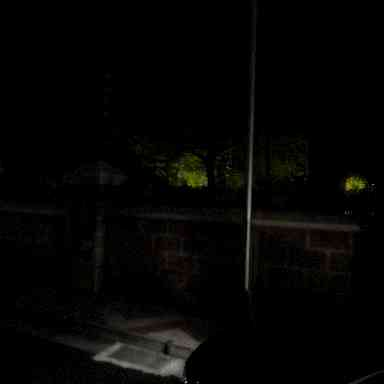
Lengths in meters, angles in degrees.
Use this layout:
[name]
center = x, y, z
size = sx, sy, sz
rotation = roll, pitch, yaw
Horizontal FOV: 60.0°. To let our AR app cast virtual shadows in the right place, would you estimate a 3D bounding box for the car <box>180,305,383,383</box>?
[car]
center = 2.229, 1.670, 2.550
size = 4.892, 1.490, 1.837
rotation = 1, -2, 25
